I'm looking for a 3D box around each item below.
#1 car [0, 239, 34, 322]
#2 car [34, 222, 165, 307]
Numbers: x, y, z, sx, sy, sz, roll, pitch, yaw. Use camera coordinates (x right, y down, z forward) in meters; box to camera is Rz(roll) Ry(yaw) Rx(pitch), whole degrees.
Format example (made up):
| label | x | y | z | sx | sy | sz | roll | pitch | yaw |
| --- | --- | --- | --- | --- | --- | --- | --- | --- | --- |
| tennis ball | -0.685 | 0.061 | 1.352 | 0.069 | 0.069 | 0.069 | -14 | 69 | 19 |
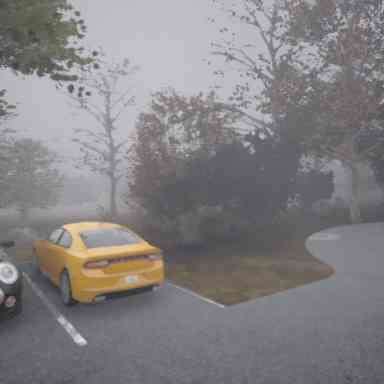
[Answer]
| label | x | y | z | sx | sy | sz | roll | pitch | yaw |
| --- | --- | --- | --- | --- | --- | --- | --- | --- | --- |
| car | -4.828 | 1.354 | 6.654 | 2.185 | 1.767 | 4.553 | 0 | 0 | -36 |
| car | -2.551 | 1.481 | 8.234 | 2.097 | 1.535 | 5.008 | 0 | 0 | -36 |
